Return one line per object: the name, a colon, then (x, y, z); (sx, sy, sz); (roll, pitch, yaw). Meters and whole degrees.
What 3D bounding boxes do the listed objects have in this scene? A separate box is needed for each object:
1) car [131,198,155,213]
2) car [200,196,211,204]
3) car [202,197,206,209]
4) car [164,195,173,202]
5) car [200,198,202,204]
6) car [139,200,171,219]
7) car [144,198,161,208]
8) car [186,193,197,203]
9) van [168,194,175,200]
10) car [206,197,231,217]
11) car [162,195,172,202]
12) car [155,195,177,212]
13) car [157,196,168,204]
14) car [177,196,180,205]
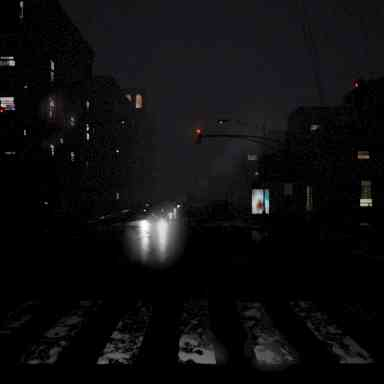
car: (-5.759, 1.561, 37.523); (2.008, 1.369, 4.403); (0, 0, 0)
car: (2.573, 1.591, 66.033); (2.008, 1.369, 4.403); (-1, 0, 0)
car: (2.612, 1.597, 43.246); (1.802, 1.307, 4.206); (0, 0, 0)
car: (-5.836, 1.592, 82.925); (1.752, 1.417, 4.829); (-1, 0, 0)
car: (2.602, 1.571, 48.943); (2.008, 1.369, 4.403); (0, 0, 0)
car: (-3.149, 1.605, 29.370); (1.895, 1.301, 4.718); (0, 0, 0)
car: (-5.778, 1.571, 48.916); (2.008, 1.369, 4.403); (0, 0, 0)
car: (-0.029, 1.269, 70.661); (2.150, 2.045, 5.566); (0, 0, 0)
van: (-5.858, 1.430, 94.489); (1.690, 1.788, 3.998); (-1, 0, 0)
car: (2.630, 1.446, 31.852); (1.967, 1.590, 4.097); (0, 0, 0)
car: (-5.828, 1.497, 77.398); (1.967, 1.590, 4.097); (0, 0, 0)
car: (-3.164, 1.489, 39.563); (1.882, 1.535, 5.008); (0, 0, 0)
car: (-5.807, 1.565, 65.836); (1.752, 1.417, 4.829); (0, 0, 0)
car: (-3.176, 1.527, 49.374); (1.837, 1.490, 4.892); (0, 0, 0)
